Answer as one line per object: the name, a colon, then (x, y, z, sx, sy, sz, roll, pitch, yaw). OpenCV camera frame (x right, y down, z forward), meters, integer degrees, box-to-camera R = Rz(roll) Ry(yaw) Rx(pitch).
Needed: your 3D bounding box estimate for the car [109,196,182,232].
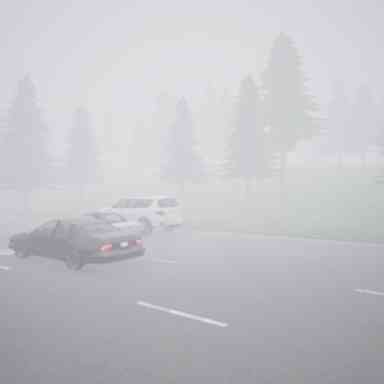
car: (-3.131, 1.255, 19.100, 5.566, 2.045, 2.150, 0, 0, 36)

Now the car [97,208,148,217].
car: (-4.593, 1.633, 15.839, 4.718, 1.301, 1.895, 0, 0, 36)

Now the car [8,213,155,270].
car: (-3.991, 1.572, 11.092, 5.357, 1.411, 2.033, 0, 0, 36)
